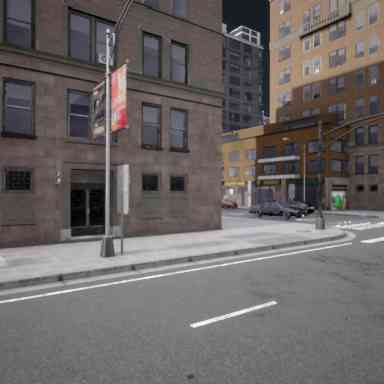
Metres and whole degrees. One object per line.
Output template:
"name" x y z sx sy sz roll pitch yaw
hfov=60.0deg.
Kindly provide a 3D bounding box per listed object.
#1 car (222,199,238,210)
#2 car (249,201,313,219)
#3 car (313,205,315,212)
"car" 4.182 1.591 43.298 1.802 1.307 4.206 0 0 -35
"car" 7.428 1.538 29.170 2.033 1.411 5.357 0 0 -37
"car" 10.545 1.577 34.298 1.947 1.339 4.313 0 0 -35
